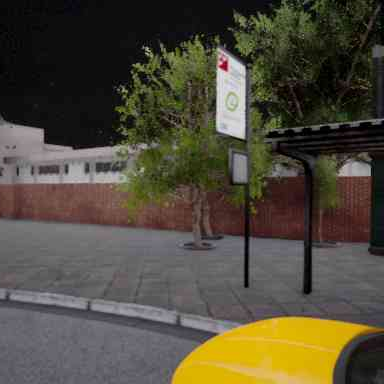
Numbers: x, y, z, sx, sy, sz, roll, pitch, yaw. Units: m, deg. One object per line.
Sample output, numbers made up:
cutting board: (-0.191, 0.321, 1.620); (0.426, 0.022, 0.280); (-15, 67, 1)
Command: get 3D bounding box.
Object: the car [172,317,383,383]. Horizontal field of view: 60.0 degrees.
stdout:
car: (2.119, 1.478, 1.739); (5.008, 1.535, 1.882); (0, 0, 34)
